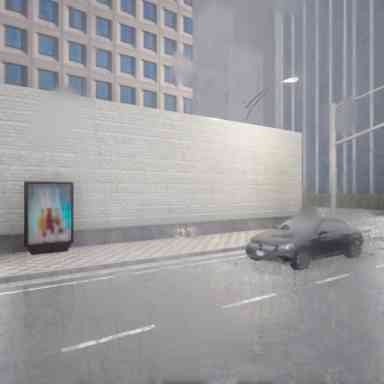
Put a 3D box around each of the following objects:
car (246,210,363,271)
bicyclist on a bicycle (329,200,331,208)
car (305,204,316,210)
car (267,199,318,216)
[{"bbox_3d":[3.881,1.526,11.056,4.674,1.442,1.812,0,0,-35],"label":"car"},{"bbox_3d":[18.624,1.356,43.921,1.656,1.620,0.582,0,0,-36],"label":"bicyclist on a bicycle"},{"bbox_3d":[9.021,1.533,30.740,1.882,1.535,5.008,0,0,-36],"label":"car"},{"bbox_3d":[10.401,1.547,34.826,2.128,1.511,4.902,0,0,-36],"label":"car"}]
